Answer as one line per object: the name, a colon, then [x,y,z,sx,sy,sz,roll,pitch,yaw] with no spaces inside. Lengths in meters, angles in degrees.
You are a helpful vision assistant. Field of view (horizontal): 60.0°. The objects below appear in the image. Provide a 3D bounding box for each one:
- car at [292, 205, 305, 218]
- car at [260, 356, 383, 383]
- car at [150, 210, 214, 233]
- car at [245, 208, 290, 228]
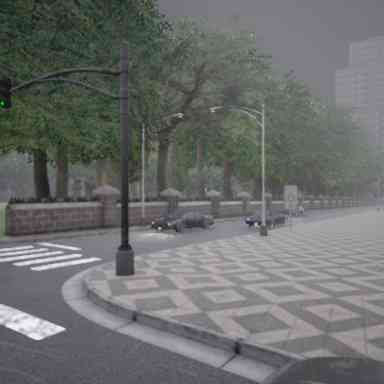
car: [12.661,2.389,41.519,1.837,1.490,4.892,0,-2,36]
car: [2.227,1.551,1.372,4.403,1.369,2.008,0,0,36]
car: [-0.482,1.955,23.034,2.033,1.411,5.357,0,-1,35]
car: [6.123,2.148,26.853,1.895,1.301,4.718,0,-1,35]
